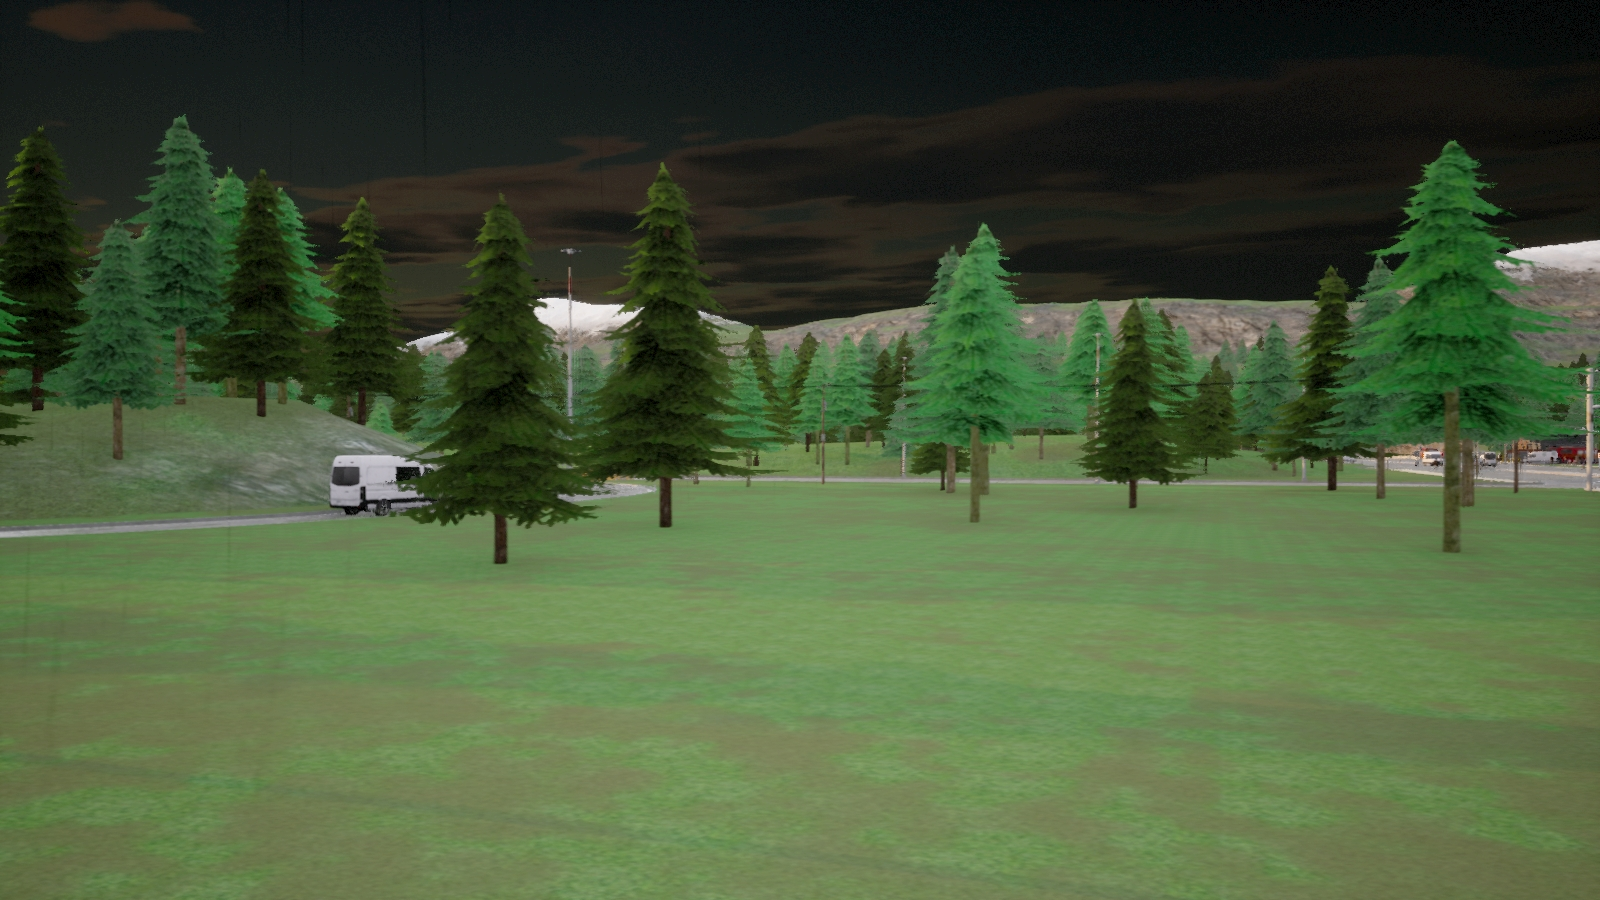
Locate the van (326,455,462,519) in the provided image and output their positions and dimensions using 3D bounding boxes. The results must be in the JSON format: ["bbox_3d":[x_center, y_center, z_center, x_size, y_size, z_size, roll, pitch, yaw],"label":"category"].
[{"bbox_3d":[-17.560,1.512,49.744,1.988,2.561,5.915,0,0,25],"label":"van"}]
